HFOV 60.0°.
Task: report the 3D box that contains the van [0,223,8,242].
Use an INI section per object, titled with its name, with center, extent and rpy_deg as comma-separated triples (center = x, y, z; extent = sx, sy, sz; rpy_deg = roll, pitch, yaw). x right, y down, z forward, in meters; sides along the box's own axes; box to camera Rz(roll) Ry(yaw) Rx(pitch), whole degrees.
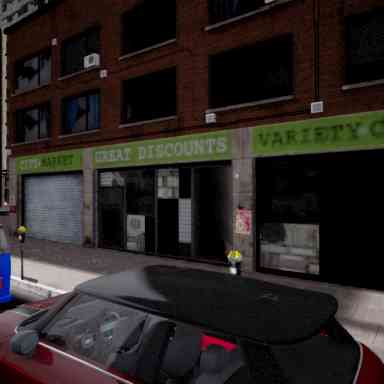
[van]
center = -5.123, 1.343, 6.379
extent = 3.998, 1.788, 1.690
rpy_deg = 0, 0, 35

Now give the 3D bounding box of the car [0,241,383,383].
[car]
center = -0.490, 1.440, 3.075
extent = 4.097, 1.590, 1.967
rpy_deg = 0, 0, 35
